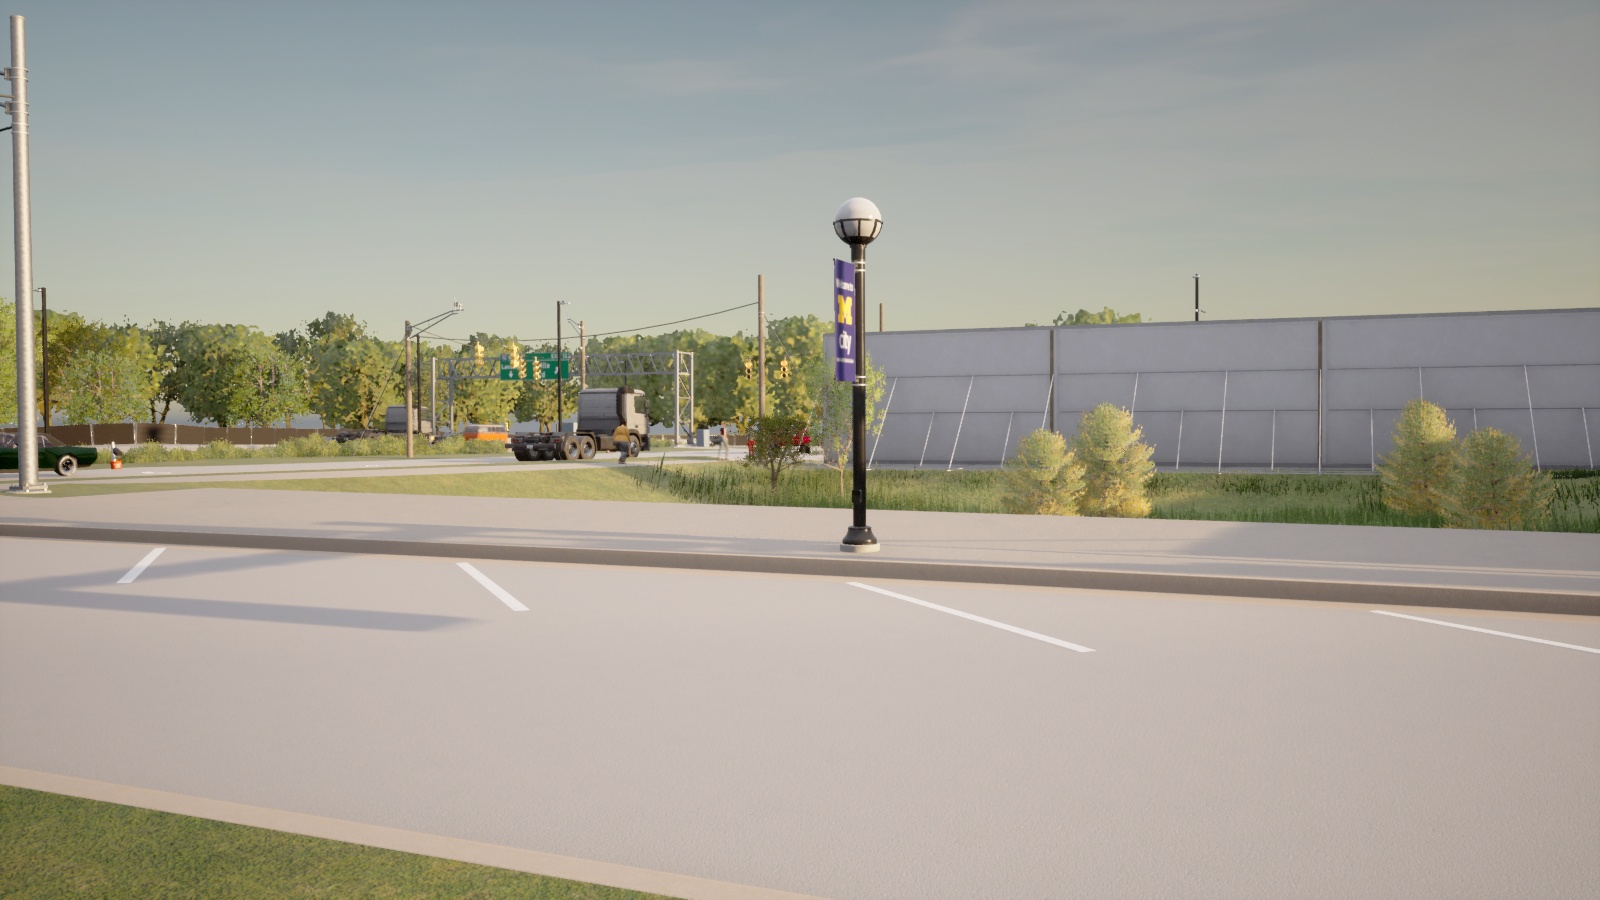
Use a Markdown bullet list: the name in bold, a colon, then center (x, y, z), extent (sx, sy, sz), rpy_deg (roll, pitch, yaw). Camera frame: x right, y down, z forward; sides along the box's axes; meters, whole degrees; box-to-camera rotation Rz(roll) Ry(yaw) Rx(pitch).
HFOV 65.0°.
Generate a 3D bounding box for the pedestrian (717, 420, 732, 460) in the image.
- **pedestrian**: center (-3.456, -0.465, 57.480), extent (0.345, 1.836, 0.594), rpy_deg (2, 2, 44)

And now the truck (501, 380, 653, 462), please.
- **truck**: center (-9.986, -1.306, 57.263), extent (2.891, 3.462, 7.936), rpy_deg (1, 1, 24)

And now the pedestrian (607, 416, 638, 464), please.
- **pedestrian**: center (-6.971, -0.396, 49.325), extent (0.874, 1.855, 0.900), rpy_deg (1, 2, 26)

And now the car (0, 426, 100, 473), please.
- **car**: center (-22.837, -0.021, 35.986), extent (1.895, 1.301, 4.718), rpy_deg (1, 1, 22)
